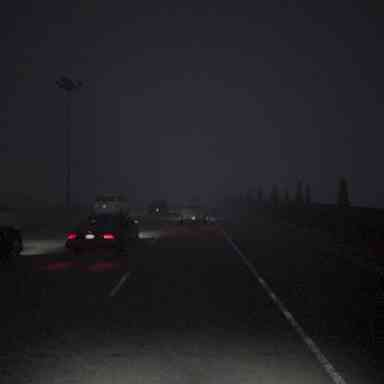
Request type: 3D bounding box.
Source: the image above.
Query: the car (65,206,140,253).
[{"bbox_3d":[-3.399,1.537,13.591,2.033,1.411,5.357,0,0,0],"label":"car"}]

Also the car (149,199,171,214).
[{"bbox_3d":[-3.396,1.508,34.970,1.837,1.490,4.892,0,0,0],"label":"car"}]

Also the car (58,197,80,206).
[{"bbox_3d":[-17.526,1.530,47.683,1.837,1.490,4.892,0,-1,1],"label":"car"}]

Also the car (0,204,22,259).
[{"bbox_3d":[-6.896,1.343,9.626,2.097,1.767,4.553,0,0,0],"label":"car"}]

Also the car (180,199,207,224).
[{"bbox_3d":[0.098,1.518,24.421,1.812,1.442,4.674,0,0,0],"label":"car"}]

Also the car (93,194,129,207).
[{"bbox_3d":[-6.897,1.216,28.882,2.150,2.045,5.566,0,0,0],"label":"car"}]
